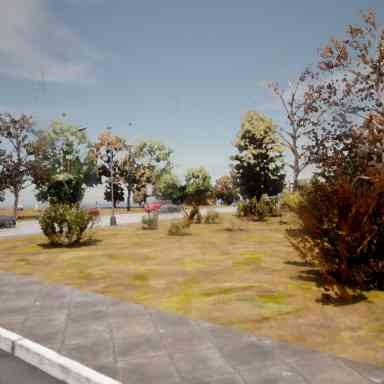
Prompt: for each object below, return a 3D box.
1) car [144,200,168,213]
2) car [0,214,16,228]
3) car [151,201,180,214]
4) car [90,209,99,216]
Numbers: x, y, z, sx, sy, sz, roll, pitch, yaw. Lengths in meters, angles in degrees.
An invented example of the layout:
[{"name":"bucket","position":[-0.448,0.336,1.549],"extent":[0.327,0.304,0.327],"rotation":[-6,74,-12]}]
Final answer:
[{"name":"car","position":[-5.241,2.395,52.741],"extent":[2.150,2.045,5.566],"rotation":[-3,-2,32]},{"name":"car","position":[-17.022,2.455,27.696],"extent":[1.994,1.385,4.181],"rotation":[-3,-2,34]},{"name":"car","position":[-3.482,2.518,48.956],"extent":[1.812,1.442,4.674],"rotation":[-3,-2,32]},{"name":"car","position":[-12.154,2.387,35.185],"extent":[1.882,1.535,5.008],"rotation":[-3,-2,33]}]
